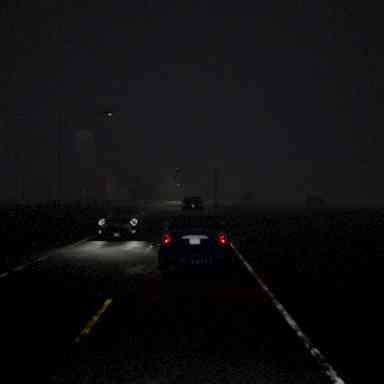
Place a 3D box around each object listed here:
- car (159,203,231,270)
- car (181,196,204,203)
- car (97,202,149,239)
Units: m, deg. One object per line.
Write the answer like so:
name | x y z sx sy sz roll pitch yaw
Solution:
car | 0.088 1.427 11.459 2.097 1.767 4.553 0 -1 0
car | 0.098 1.438 34.407 2.150 2.045 5.566 0 0 0
car | -3.601 1.469 18.078 2.097 1.767 4.553 0 0 0
